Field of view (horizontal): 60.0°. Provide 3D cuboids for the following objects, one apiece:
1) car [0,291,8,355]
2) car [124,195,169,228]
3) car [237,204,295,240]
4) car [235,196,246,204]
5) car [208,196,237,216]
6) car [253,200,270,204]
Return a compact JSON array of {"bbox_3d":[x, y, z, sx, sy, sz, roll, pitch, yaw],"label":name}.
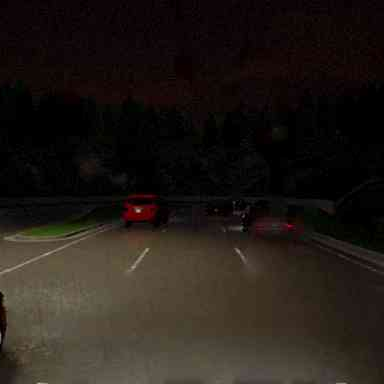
[{"bbox_3d":[-3.399,1.477,2.456,1.882,1.535,5.008,0,0,0],"label":"car"},{"bbox_3d":[-2.956,1.221,22.521,2.150,2.045,5.566,0,0,5],"label":"car"},{"bbox_3d":[3.702,1.547,16.916,2.033,1.411,5.357,0,0,2],"label":"car"},{"bbox_3d":[5.687,1.353,42.677,2.097,1.767,4.553,0,0,15],"label":"car"},{"bbox_3d":[2.847,1.478,32.377,1.882,1.535,5.008,0,0,15],"label":"car"},{"bbox_3d":[7.588,1.563,36.309,1.994,1.385,4.181,0,0,16],"label":"car"}]
